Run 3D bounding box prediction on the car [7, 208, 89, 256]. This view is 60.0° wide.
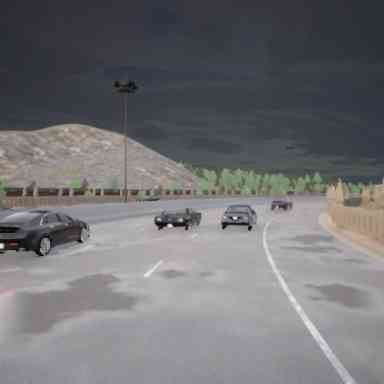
[{"bbox_3d":[-5.727,1.460,12.926,1.837,1.490,4.892,0,0,8],"label":"car"}]

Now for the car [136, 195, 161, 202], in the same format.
[{"bbox_3d":[-6.856,1.175,52.317,1.882,1.535,5.008,0,0,30],"label":"car"}]

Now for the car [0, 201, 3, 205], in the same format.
[{"bbox_3d":[-12.093,1.270,18.084,2.097,1.767,4.553,0,0,12],"label":"car"}]

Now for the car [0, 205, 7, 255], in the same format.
[{"bbox_3d":[-3.309,1.205,1.082,2.150,2.045,5.566,0,0,1],"label":"car"}]

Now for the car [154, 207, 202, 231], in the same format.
[{"bbox_3d":[-0.695,1.567,20.500,1.895,1.301,4.718,0,0,13],"label":"car"}]

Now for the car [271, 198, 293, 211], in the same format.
[{"bbox_3d":[11.161,1.493,41.051,1.837,1.490,4.892,0,0,29],"label":"car"}]

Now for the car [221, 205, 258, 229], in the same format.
[{"bbox_3d":[3.117,1.529,21.405,2.033,1.411,5.357,0,0,15],"label":"car"}]
